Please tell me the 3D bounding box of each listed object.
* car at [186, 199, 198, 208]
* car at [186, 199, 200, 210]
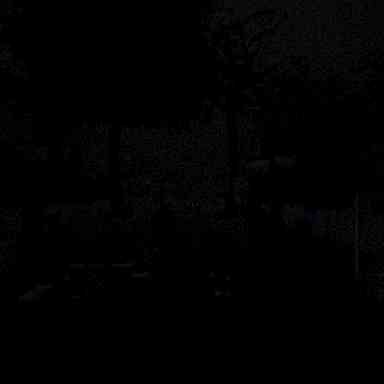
[{"bbox_3d":[0.015,1.906,56.798,1.837,1.490,4.892,0,-1,0],"label":"car"},{"bbox_3d":[0.106,1.852,46.919,1.994,1.385,4.181,0,-1,0],"label":"car"}]
